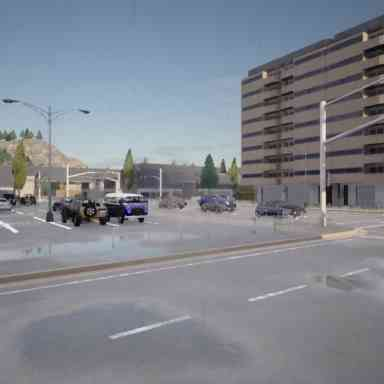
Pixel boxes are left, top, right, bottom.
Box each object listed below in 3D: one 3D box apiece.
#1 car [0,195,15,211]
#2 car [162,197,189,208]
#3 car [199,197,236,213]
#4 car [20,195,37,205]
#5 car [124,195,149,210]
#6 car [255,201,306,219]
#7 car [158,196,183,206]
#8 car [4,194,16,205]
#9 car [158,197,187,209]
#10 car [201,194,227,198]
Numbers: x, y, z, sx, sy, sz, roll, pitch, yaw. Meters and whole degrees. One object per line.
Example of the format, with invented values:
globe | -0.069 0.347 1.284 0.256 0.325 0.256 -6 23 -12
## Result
car | -21.807 1.451 37.892 1.970 1.475 3.806 0 0 -35
car | -2.635 1.560 50.838 1.837 1.490 4.892 0 0 -35
car | 2.832 1.619 37.091 1.994 1.385 4.181 0 0 -35
car | -27.275 1.209 55.347 1.932 1.855 4.605 0 0 -35
car | -8.710 1.656 53.387 1.895 1.301 4.718 0 0 -35
car | 7.700 1.619 30.239 1.994 1.385 4.181 0 0 -35
car | -3.884 1.547 58.948 2.128 1.511 4.902 0 0 -35
car | -29.671 1.212 53.722 1.905 1.878 3.866 0 0 -35
car | -2.938 1.619 45.207 1.994 1.385 4.181 0 0 -35
car | 3.201 1.277 42.606 2.150 2.045 5.566 0 0 -35
